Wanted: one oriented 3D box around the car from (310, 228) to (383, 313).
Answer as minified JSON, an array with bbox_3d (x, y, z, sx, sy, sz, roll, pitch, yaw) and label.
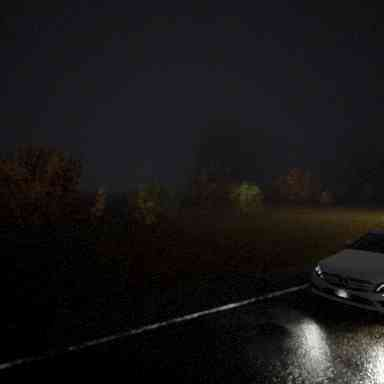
[{"bbox_3d":[4.563,1.528,7.248,4.674,1.442,1.812,0,0,-35],"label":"car"}]
